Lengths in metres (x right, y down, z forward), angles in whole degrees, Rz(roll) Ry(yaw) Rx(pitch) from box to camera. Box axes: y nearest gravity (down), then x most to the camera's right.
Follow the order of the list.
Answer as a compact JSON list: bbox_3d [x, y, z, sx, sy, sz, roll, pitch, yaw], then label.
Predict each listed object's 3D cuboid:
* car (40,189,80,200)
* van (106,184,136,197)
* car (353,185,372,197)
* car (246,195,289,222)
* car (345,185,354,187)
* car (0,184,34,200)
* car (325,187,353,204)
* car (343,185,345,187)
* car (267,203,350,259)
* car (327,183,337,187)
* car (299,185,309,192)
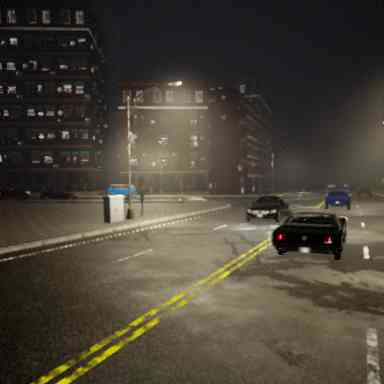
[{"bbox_3d":[-14.906,0.330,37.678,4.206,1.307,1.802,0,1,-4],"label":"car"},{"bbox_3d":[-9.770,-0.176,46.431,3.998,1.788,1.690,0,1,-4],"label":"van"},{"bbox_3d":[25.119,-0.068,48.664,1.837,1.490,4.892,0,2,23],"label":"car"},{"bbox_3d":[4.686,0.951,20.055,1.812,1.442,4.674,0,2,26],"label":"car"},{"bbox_3d":[32.252,-0.596,66.154,2.128,1.511,4.902,0,2,21],"label":"car"},{"bbox_3d":[-20.524,0.056,37.281,5.009,1.841,2.192,0,1,-4],"label":"car"},{"bbox_3d":[12.469,0.591,28.383,1.882,1.535,5.008,0,2,25],"label":"car"},{"bbox_3d":[38.271,-1.091,81.879,2.128,1.511,4.902,0,2,20],"label":"car"},{"bbox_3d":[4.140,1.259,11.244,1.895,1.301,4.718,0,2,27],"label":"car"},{"bbox_3d":[35.097,-0.999,82.666,1.895,1.301,4.718,0,2,20],"label":"car"},{"bbox_3d":[25.607,-0.762,75.926,2.128,1.511,4.902,0,2,21],"label":"car"}]
